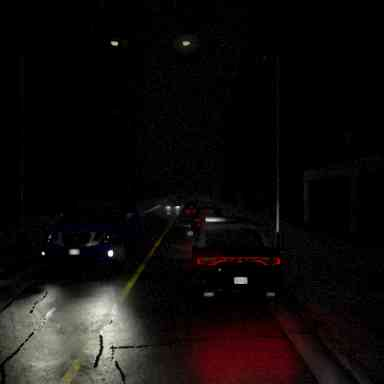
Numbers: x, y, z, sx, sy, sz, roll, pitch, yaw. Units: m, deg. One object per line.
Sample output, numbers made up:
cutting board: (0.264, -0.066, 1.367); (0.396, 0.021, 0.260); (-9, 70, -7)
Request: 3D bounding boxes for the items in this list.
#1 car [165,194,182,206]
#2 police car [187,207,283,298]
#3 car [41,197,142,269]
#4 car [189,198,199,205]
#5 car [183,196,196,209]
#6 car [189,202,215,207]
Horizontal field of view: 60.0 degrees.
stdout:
car: (-3.095, 1.566, 55.263); (1.812, 1.442, 4.674); (0, 0, 0)
police car: (0.899, 1.428, 8.707); (1.930, 1.638, 5.238); (0, 0, 0)
car: (-3.102, 1.225, 11.525); (2.150, 2.045, 5.566); (0, 0, 0)
car: (0.897, 1.490, 24.598); (1.882, 1.535, 5.008); (0, 0, 0)
car: (0.012, 1.633, 46.005); (1.895, 1.301, 4.718); (0, 0, 1)
car: (0.898, 1.534, 18.598); (1.812, 1.442, 4.674); (0, 0, 0)
